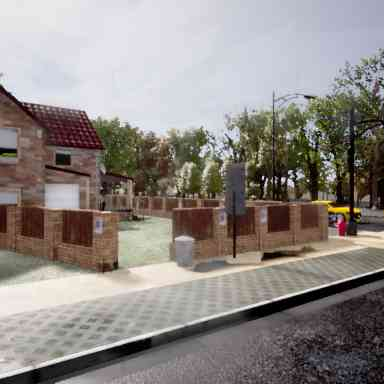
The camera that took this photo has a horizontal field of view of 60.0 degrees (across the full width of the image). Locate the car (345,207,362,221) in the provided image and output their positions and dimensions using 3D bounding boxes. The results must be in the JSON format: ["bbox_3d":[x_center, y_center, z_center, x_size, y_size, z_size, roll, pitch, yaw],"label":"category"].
[{"bbox_3d":[10.309,1.423,25.451,1.882,1.535,5.008,0,0,-35],"label":"car"}]

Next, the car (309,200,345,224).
[{"bbox_3d":[7.818,1.468,23.343,1.812,1.442,4.674,0,0,-35],"label":"car"}]

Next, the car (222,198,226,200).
[{"bbox_3d":[4.269,1.396,33.935,2.128,1.511,4.902,0,0,-35],"label":"car"}]
